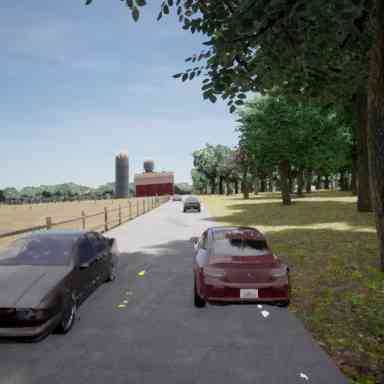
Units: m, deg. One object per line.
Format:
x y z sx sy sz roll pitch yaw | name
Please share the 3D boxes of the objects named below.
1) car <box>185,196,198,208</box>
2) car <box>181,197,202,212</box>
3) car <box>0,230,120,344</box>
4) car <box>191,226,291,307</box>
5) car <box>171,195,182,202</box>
-0.040 1.365 46.892 1.812 1.442 4.674 0 0 0 | car
0.011 1.413 36.836 1.837 1.490 4.892 0 0 0 | car
-2.861 1.548 6.980 2.033 1.411 5.357 0 0 0 | car
0.948 1.525 7.843 1.812 1.442 4.674 0 0 0 | car
-2.863 1.238 64.110 1.812 1.442 4.674 0 0 0 | car
